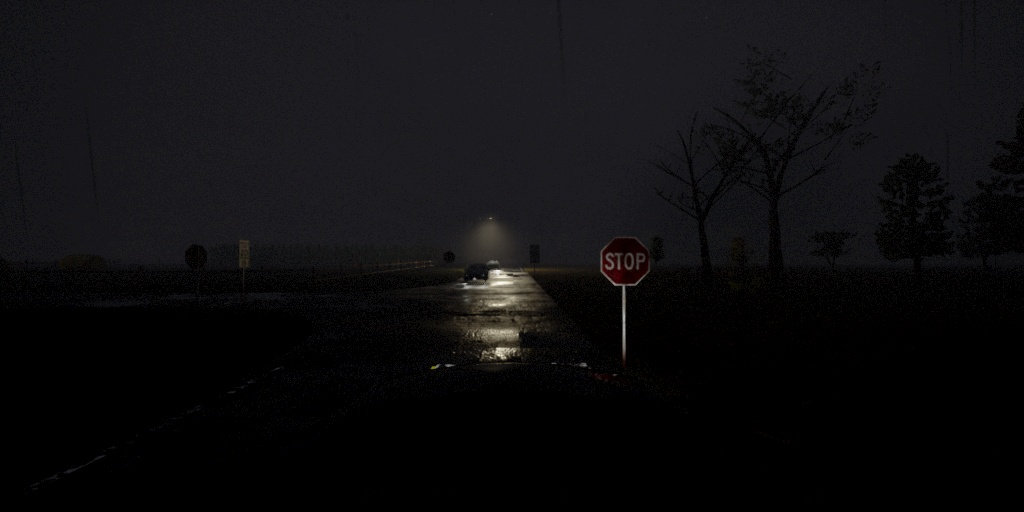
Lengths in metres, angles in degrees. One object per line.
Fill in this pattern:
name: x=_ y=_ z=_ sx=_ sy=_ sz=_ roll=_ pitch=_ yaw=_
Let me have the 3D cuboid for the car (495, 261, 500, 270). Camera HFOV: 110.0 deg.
car: x=-2.748 y=1.340 z=52.329 sx=1.895 sy=1.301 sz=4.718 roll=0 pitch=0 yaw=0

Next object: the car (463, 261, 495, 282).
car: x=-2.748 y=1.303 z=29.103 sx=2.033 sy=1.411 sz=5.357 roll=0 pitch=0 yaw=0
